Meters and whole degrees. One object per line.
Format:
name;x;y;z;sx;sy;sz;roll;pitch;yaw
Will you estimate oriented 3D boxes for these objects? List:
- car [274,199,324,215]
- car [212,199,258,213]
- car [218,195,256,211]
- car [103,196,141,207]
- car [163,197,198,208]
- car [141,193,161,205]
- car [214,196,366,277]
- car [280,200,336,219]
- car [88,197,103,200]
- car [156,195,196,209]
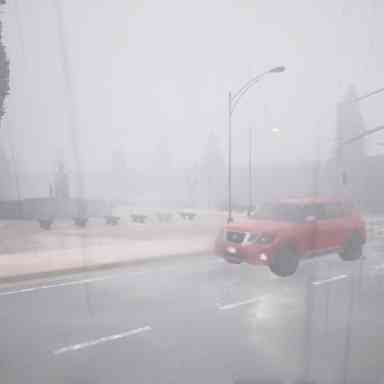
car;11.261;1.505;35.295;1.837;1.490;4.892;0;0;-37
car;4.862;1.547;38.142;2.033;1.411;5.357;0;0;-38
car;5.660;1.352;42.449;2.097;1.767;4.553;0;0;-42
car;-10.641;1.601;50.517;4.718;1.301;1.895;0;0;25
car;-1.769;1.478;49.281;5.008;1.535;1.882;0;0;35
car;-8.035;1.219;60.884;5.566;2.045;2.150;0;0;22
car;3.338;1.221;10.634;5.566;2.045;2.150;0;0;-35
car;10.496;1.526;30.430;1.812;1.442;4.674;0;0;-35
car;-19.303;1.601;64.099;4.718;1.301;1.895;0;0;10
car;-2.122;1.505;45.187;4.892;1.490;1.837;0;0;38
